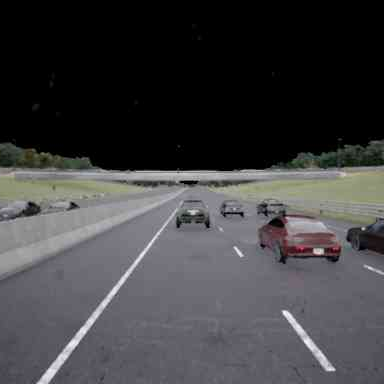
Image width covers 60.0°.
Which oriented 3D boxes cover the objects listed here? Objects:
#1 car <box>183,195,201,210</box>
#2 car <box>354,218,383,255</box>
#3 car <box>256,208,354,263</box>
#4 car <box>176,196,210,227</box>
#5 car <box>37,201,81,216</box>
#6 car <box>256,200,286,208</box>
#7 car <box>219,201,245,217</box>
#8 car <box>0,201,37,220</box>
[{"bbox_3d":[0.011,1.246,41.322,2.097,1.767,4.553,0,0,0],"label":"car"},{"bbox_3d":[7.087,1.535,10.913,2.033,1.411,5.357,0,0,0],"label":"car"},{"bbox_3d":[3.596,1.512,11.744,1.812,1.442,4.674,0,0,0],"label":"car"},{"bbox_3d":[0.059,1.306,22.252,2.097,1.767,4.553,0,0,0],"label":"car"},{"bbox_3d":[-10.554,1.484,27.397,1.812,1.442,4.674,0,0,0],"label":"car"},{"bbox_3d":[7.040,1.422,29.946,2.128,1.511,4.902,0,0,0],"label":"car"},{"bbox_3d":[3.538,1.477,30.167,2.033,1.411,5.357,0,0,0],"label":"car"},{"bbox_3d":[-14.054,1.501,27.388,1.812,1.442,4.674,0,0,0],"label":"car"}]
